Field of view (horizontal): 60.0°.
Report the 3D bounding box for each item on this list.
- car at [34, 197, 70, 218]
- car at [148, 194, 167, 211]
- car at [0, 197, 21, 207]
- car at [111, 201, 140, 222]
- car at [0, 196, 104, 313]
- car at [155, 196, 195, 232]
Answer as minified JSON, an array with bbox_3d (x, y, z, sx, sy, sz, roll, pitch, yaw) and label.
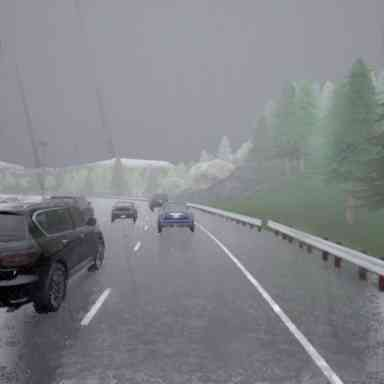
[{"bbox_3d":[-13.114,1.379,31.533,2.097,1.767,4.553,0,0,-9],"label":"car"},{"bbox_3d":[-4.130,1.231,41.003,2.150,2.045,5.566,0,0,-11],"label":"car"},{"bbox_3d":[-28.792,1.563,53.010,1.837,1.490,4.892,0,0,-15],"label":"car"},{"bbox_3d":[-5.266,1.516,26.315,1.837,1.490,4.892,0,0,-7],"label":"car"},{"bbox_3d":[-3.641,1.229,7.741,2.150,2.045,5.566,0,0,-2],"label":"car"},{"bbox_3d":[-1.076,1.355,20.475,2.097,1.767,4.553,0,0,-6],"label":"car"}]
